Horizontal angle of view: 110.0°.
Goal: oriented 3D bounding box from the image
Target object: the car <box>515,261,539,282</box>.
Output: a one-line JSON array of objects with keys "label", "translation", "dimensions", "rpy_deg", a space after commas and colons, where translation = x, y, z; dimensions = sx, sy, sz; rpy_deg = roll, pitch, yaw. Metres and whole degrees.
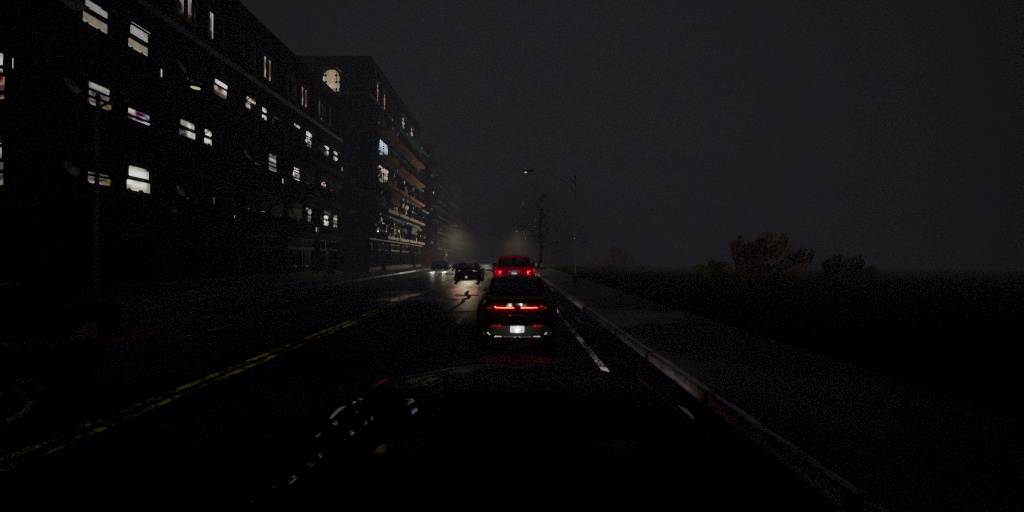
[{"label": "car", "translation": [1.161, 1.209, 30.525], "dimensions": [1.801, 1.575, 5.366], "rpy_deg": [0, 0, 0]}]

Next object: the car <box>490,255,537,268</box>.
[{"label": "car", "translation": [0.114, 0.974, 20.118], "dimensions": [2.150, 2.045, 5.566], "rpy_deg": [0, 0, 0]}]

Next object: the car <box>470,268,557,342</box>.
[{"label": "car", "translation": [0.108, 1.256, 9.771], "dimensions": [1.837, 1.490, 4.892], "rpy_deg": [0, 0, 0]}]

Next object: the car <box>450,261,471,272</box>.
[{"label": "car", "translation": [-6.564, 1.317, 46.129], "dimensions": [1.994, 1.385, 4.181], "rpy_deg": [0, 0, 0]}]

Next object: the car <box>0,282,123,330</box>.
[{"label": "car", "translation": [-9.846, 1.255, 6.121], "dimensions": [1.837, 1.490, 4.892], "rpy_deg": [0, 0, 0]}]

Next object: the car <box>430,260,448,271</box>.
[{"label": "car", "translation": [-9.810, 1.278, 49.209], "dimensions": [1.812, 1.442, 4.674], "rpy_deg": [0, 0, 0]}]

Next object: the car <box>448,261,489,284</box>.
[{"label": "car", "translation": [-3.130, 1.244, 27.043], "dimensions": [2.128, 1.511, 4.902], "rpy_deg": [0, 0, 0]}]

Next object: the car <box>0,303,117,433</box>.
[{"label": "car", "translation": [-6.598, 1.351, 2.733], "dimensions": [1.895, 1.301, 4.718], "rpy_deg": [0, 0, 0]}]
